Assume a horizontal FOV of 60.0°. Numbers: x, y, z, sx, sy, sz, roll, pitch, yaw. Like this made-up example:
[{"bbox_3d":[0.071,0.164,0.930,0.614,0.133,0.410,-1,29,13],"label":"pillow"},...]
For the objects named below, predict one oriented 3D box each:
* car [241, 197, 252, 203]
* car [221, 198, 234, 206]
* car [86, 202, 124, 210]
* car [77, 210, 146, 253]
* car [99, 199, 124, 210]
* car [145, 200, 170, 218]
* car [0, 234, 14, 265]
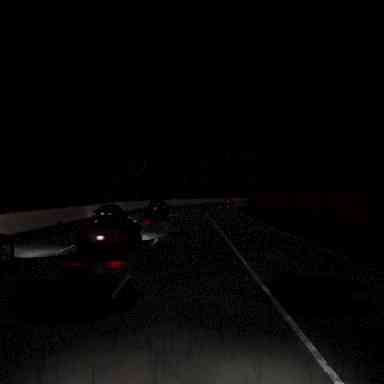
[{"bbox_3d":[14.235,2.127,85.874,1.812,1.442,4.674,0,-1,33],"label":"car"},{"bbox_3d":[7.556,2.030,70.189,1.801,1.575,5.366,0,-1,22],"label":"car"},{"bbox_3d":[-6.900,1.778,28.039,2.033,1.411,5.357,0,0,0],"label":"car"},{"bbox_3d":[-3.400,1.682,14.311,1.994,1.385,4.181,0,0,0],"label":"car"},{"bbox_3d":[-12.749,1.928,53.111,2.128,1.511,4.902,0,0,9],"label":"car"},{"bbox_3d":[-3.394,1.624,33.146,2.097,1.767,4.553,0,0,0],"label":"car"},{"bbox_3d":[-6.900,1.582,9.248,1.837,1.490,4.892,0,0,0],"label":"car"}]
